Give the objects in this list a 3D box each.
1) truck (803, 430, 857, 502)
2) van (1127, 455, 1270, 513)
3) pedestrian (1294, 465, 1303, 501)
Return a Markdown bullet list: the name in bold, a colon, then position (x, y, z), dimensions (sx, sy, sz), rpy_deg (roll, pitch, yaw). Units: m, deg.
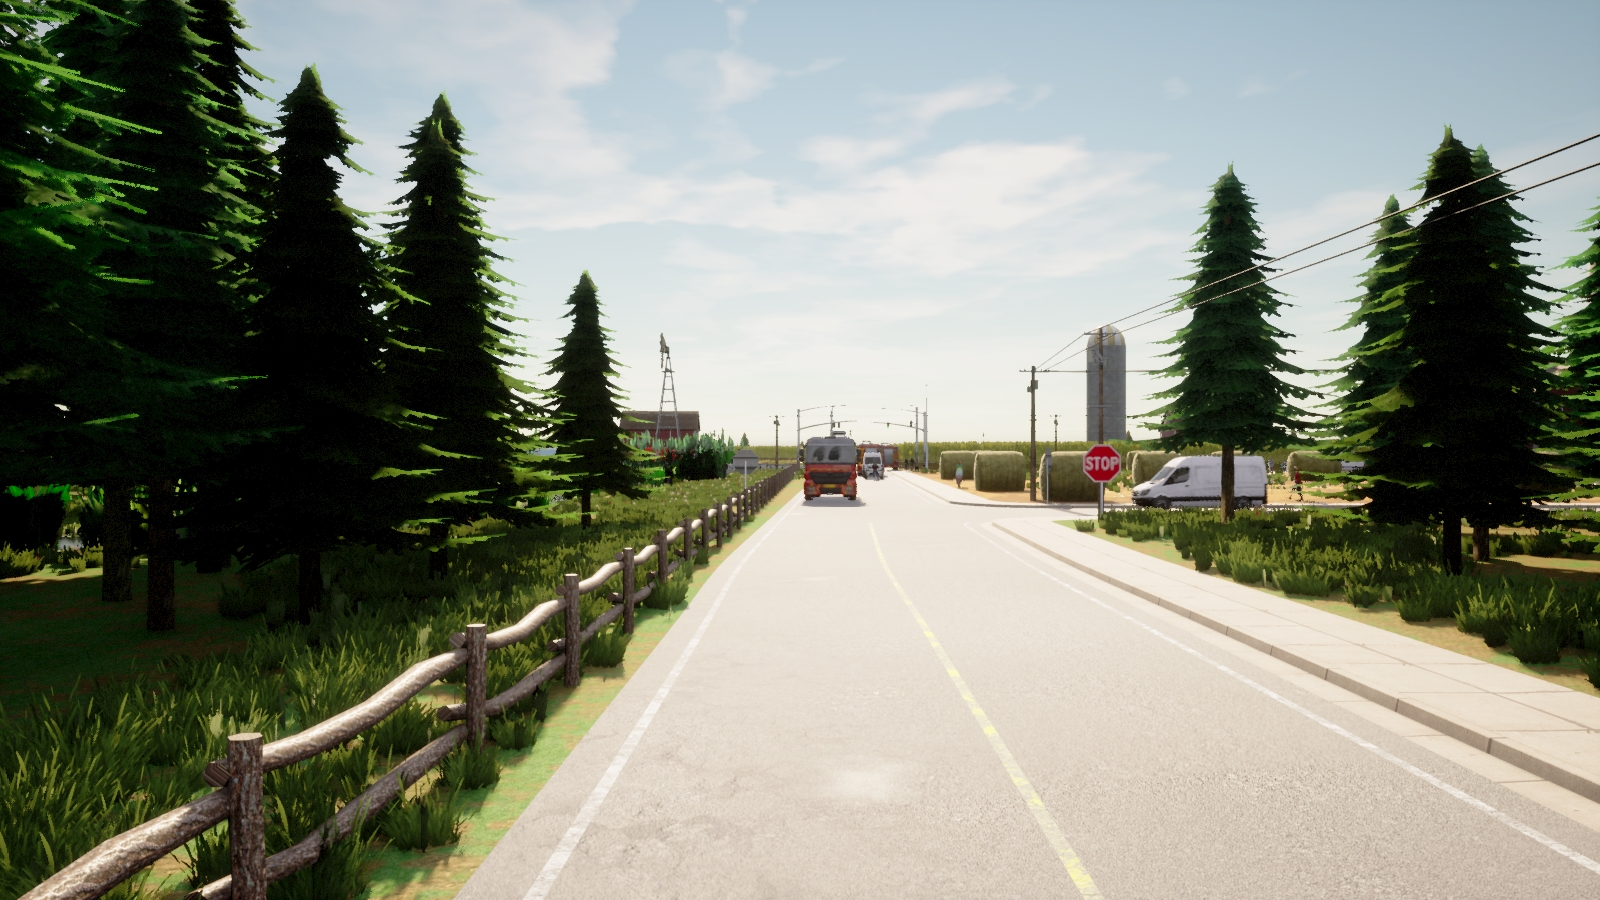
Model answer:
- **truck**: position (1.750, 0.856, 64.755), dimensions (2.891, 3.827, 8.468), rpy_deg (0, 0, 2)
- **van**: position (18.274, 1.534, 52.561), dimensions (5.915, 2.561, 1.988), rpy_deg (0, 0, 0)
- **pedestrian**: position (25.647, 1.691, 58.774), dimensions (0.375, 1.860, 0.375), rpy_deg (0, 0, 21)
